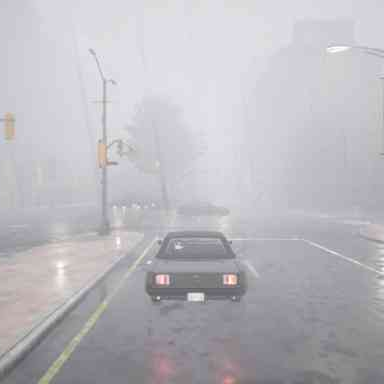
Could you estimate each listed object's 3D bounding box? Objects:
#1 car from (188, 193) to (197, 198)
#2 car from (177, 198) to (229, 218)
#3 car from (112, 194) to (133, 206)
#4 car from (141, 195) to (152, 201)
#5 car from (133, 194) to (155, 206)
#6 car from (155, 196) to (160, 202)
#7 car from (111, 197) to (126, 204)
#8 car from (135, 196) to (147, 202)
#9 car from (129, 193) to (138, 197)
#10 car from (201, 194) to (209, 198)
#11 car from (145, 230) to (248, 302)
[{"bbox_3d":[0.034,1.218,86.507,2.150,2.045,5.566,0,0,0],"label":"car"},{"bbox_3d":[1.023,1.525,29.904,4.674,1.442,1.812,0,0,0],"label":"car"},{"bbox_3d":[-11.566,1.526,55.161,1.812,1.442,4.674,0,0,0],"label":"car"},{"bbox_3d":[-11.467,1.525,84.691,2.128,1.511,4.902,0,0,0],"label":"car"},{"bbox_3d":[-8.066,1.547,56.559,2.033,1.411,5.357,0,0,0],"label":"car"},{"bbox_3d":[-8.003,1.564,65.795,1.994,1.385,4.181,0,0,1],"label":"car"},{"bbox_3d":[-14.723,1.595,66.869,1.895,1.301,4.718,0,0,0],"label":"car"},{"bbox_3d":[-11.471,1.552,74.457,1.994,1.385,4.181,0,0,0],"label":"car"},{"bbox_3d":[-11.512,1.221,64.573,2.150,2.045,5.566,0,0,1],"label":"car"},{"bbox_3d":[3.534,1.519,86.892,2.128,1.511,4.902,0,0,0],"label":"car"},{"bbox_3d":[0.078,1.601,8.209,1.895,1.301,4.718,0,0,0],"label":"car"}]
